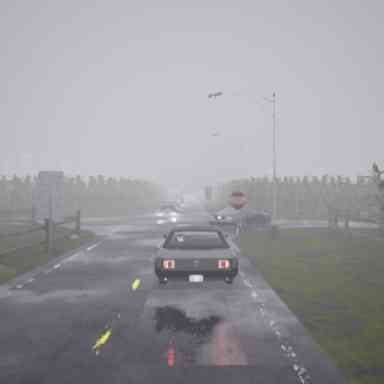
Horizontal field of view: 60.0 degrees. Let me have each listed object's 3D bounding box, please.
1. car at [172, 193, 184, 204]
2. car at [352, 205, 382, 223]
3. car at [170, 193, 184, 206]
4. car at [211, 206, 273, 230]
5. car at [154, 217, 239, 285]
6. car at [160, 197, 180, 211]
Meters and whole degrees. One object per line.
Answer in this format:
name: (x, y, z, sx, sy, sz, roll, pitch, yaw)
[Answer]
car: (-2.769, 1.327, 68.321, 2.150, 2.045, 5.566, 0, 0, 0)
car: (15.238, 1.740, 26.744, 4.181, 1.385, 1.994, 0, -1, 0)
car: (-2.837, 1.442, 52.888, 2.097, 1.767, 4.553, 0, 0, 0)
car: (3.342, 1.597, 21.790, 2.033, 1.411, 5.357, 0, -1, 42)
car: (0.098, 1.621, 9.554, 1.895, 1.301, 4.718, 0, 0, 0)
car: (-2.853, 1.674, 41.415, 1.895, 1.301, 4.718, 0, 0, 0)
